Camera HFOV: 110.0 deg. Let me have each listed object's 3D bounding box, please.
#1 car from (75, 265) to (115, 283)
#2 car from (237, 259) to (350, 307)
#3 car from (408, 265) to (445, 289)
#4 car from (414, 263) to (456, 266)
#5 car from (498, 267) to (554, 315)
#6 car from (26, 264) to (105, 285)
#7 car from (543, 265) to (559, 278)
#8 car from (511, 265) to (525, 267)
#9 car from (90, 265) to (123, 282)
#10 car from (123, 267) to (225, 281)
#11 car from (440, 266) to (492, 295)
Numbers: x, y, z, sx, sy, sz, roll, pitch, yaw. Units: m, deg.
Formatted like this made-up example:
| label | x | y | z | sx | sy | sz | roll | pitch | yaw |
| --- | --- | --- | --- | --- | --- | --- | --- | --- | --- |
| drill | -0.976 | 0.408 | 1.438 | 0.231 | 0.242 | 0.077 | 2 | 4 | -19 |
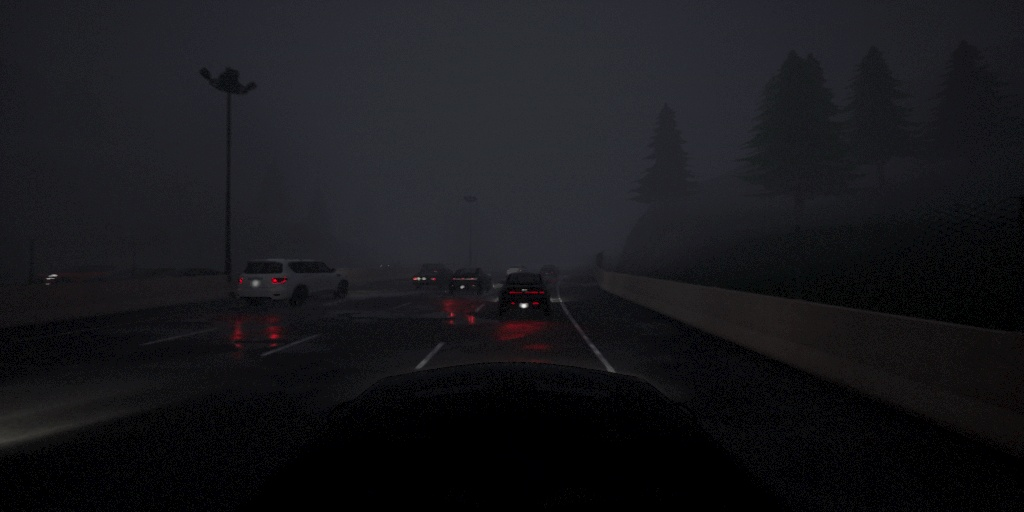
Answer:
| label | x | y | z | sx | sy | sz | roll | pitch | yaw |
| --- | --- | --- | --- | --- | --- | --- | --- | --- | --- |
| car | -26.762 | 1.545 | 25.399 | 1.837 | 1.490 | 4.892 | 0 | -1 | 7 |
| car | -9.848 | 1.148 | 16.728 | 2.150 | 2.045 | 5.566 | 0 | 0 | 4 |
| car | -5.429 | 1.565 | 25.861 | 2.033 | 1.411 | 5.357 | 0 | -1 | 7 |
| car | -7.482 | 1.475 | 35.534 | 2.097 | 1.767 | 4.553 | 0 | -1 | 10 |
| car | 0.532 | 1.391 | 14.267 | 1.837 | 1.490 | 4.892 | 0 | 0 | 3 |
| car | -30.298 | 1.394 | 25.135 | 2.097 | 1.767 | 4.553 | 0 | -1 | 6 |
| car | 4.285 | 1.691 | 40.812 | 1.812 | 1.442 | 4.674 | 0 | -1 | 13 |
| car | 0.667 | 1.694 | 40.683 | 1.812 | 1.442 | 4.674 | 0 | -1 | 13 |
| car | -23.456 | 1.519 | 23.383 | 1.837 | 1.490 | 4.892 | 0 | -1 | 6 |
| car | -20.070 | 1.473 | 22.107 | 1.882 | 1.535 | 5.008 | 0 | -1 | 6 |
| car | -2.388 | 1.458 | 21.463 | 2.128 | 1.511 | 4.902 | 0 | -1 | 6 |
